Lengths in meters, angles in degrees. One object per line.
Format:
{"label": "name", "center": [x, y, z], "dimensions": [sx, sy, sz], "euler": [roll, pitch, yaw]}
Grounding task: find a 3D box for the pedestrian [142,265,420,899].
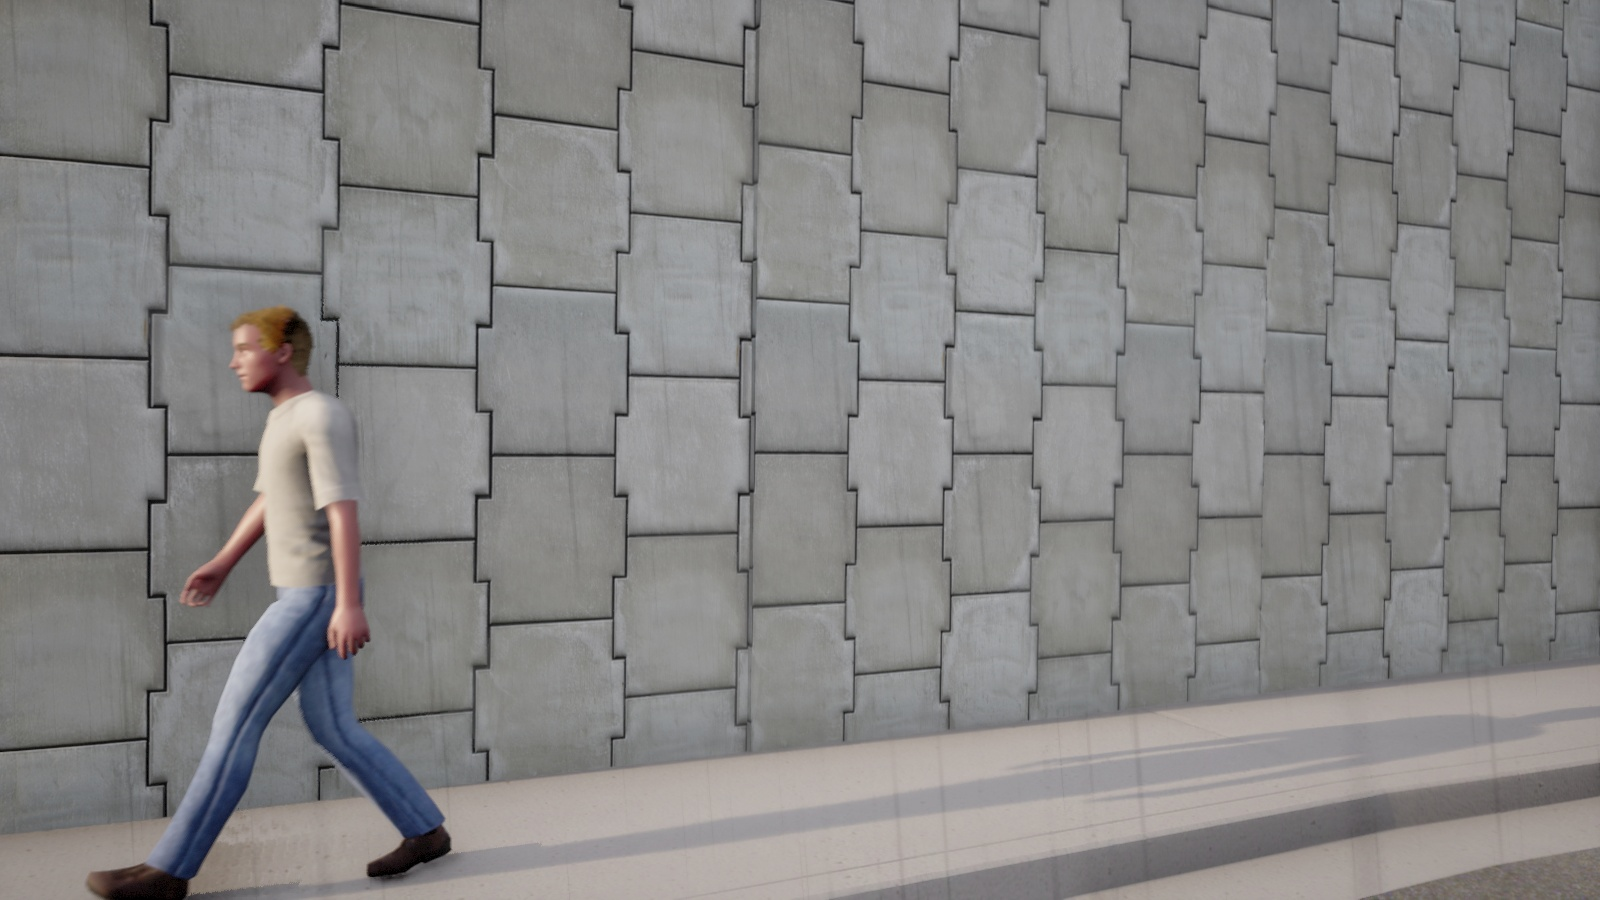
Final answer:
{"label": "pedestrian", "center": [-1.536, 0.410, 3.734], "dimensions": [0.706, 1.836, 0.354], "euler": [-1, 1, -26]}
